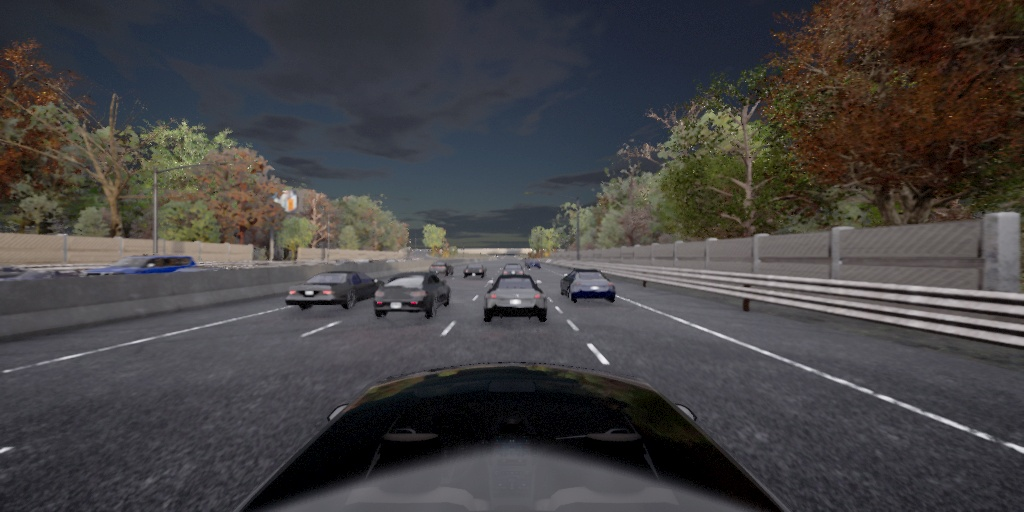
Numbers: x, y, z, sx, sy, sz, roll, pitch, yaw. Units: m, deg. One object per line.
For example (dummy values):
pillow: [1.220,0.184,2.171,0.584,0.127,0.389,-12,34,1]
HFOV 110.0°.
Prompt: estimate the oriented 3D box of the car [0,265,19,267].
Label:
car: [-28.100,1.251,18.962,2.128,1.511,4.902,0,0,0]

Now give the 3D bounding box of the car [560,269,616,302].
car: [3.499,1.322,17.145,1.994,1.385,4.181,0,0,0]

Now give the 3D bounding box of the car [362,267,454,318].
car: [-3.399,1.282,12.822,1.812,1.442,4.674,0,0,0]

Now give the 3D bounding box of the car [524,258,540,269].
car: [3.497,1.150,59.747,2.097,1.767,4.553,0,0,0]

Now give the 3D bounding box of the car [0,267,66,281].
car: [-24.601,1.360,18.846,1.895,1.301,4.718,0,0,0]

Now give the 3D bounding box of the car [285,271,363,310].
car: [-6.902,1.305,14.721,2.033,1.411,5.357,0,0,0]

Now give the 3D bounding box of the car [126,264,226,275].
car: [-17.602,1.309,20.086,2.033,1.411,5.357,0,0,0]

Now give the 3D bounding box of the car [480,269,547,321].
car: [0.103,1.320,12.508,1.994,1.385,4.181,0,0,0]

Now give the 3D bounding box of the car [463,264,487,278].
car: [-3.400,1.373,34.119,1.895,1.301,4.718,0,0,0]

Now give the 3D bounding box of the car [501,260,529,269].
car: [0.098,1.316,29.737,2.033,1.411,5.357,0,0,0]

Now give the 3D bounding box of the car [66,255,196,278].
car: [-21.100,0.982,20.699,2.150,2.045,5.566,0,0,0]

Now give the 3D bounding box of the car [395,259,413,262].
car: [-17.534,1.292,60.594,2.128,1.511,4.902,0,0,1]

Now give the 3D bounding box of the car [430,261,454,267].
car: [-6.902,1.265,35.434,2.128,1.511,4.902,0,0,0]

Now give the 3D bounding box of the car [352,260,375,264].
car: [-24.527,1.325,60.406,1.812,1.442,4.674,0,0,1]
